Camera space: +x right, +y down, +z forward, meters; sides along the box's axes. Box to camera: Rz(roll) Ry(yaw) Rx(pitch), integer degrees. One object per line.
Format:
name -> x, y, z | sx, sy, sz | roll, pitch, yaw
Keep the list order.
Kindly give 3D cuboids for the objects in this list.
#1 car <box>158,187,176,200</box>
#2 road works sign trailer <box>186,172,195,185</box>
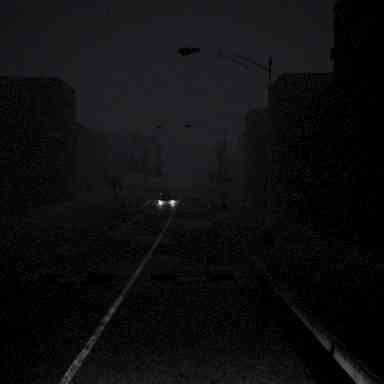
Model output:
car -> -3.337, 0.098, 44.760 | 2.097, 1.767, 4.553 | 0, 4, 0
road works sign trailer -> -0.500, -3.717, 91.139 | 2.380, 3.560, 2.880 | 0, 4, 0
